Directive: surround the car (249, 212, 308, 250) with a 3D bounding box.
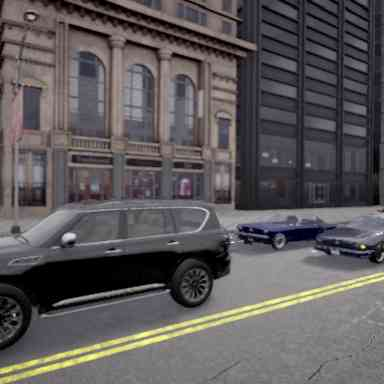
[{"bbox_3d":[4.139,1.560,14.212,4.718,1.301,1.895,0,0,-34],"label":"car"}]

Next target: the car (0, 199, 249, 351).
[{"bbox_3d":[-1.780,1.173,6.379,5.566,2.045,2.150,0,0,-34],"label":"car"}]

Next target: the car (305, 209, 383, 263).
[{"bbox_3d":[6.767,1.538,12.055,5.357,1.411,2.033,0,0,-34],"label":"car"}]

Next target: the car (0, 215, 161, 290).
[{"bbox_3d":[-3.204,1.489,9.336,4.181,1.385,1.994,0,0,-33],"label":"car"}]
